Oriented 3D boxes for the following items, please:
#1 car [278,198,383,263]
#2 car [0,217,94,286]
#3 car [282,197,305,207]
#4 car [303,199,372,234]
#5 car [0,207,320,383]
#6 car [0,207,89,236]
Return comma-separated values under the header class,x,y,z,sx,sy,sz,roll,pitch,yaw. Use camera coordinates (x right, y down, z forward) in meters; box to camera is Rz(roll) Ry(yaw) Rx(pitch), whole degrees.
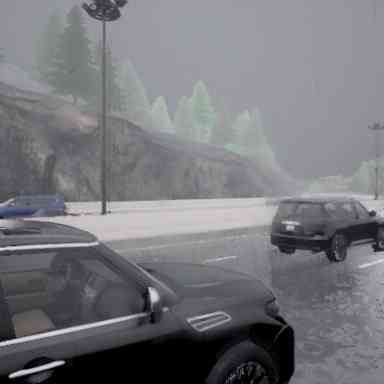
class,x,y,z,sx,sy,sz,roll,pitch,yaw
car,5.234,1.234,12.361,5.566,2.045,2.150,0,0,-39
car,-5.193,1.546,8.744,4.674,1.442,1.812,0,0,-36
car,16.371,1.539,53.465,1.882,1.535,5.008,0,0,39
car,8.869,1.372,20.085,4.553,1.767,2.097,0,0,-41
car,-1.580,1.228,2.699,5.566,2.045,2.150,0,0,-36
car,-8.685,1.641,19.447,4.718,1.301,1.895,0,0,-37
